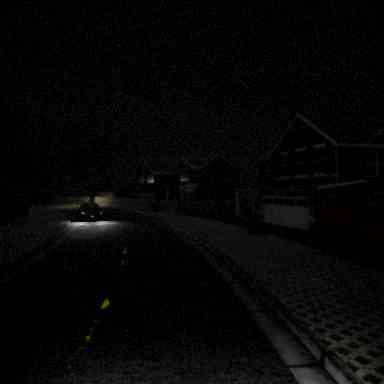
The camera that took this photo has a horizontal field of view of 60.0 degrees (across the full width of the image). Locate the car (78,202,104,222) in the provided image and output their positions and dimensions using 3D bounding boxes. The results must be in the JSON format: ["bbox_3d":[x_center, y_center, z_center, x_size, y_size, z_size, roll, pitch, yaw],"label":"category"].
[{"bbox_3d":[-8.420,1.589,27.466,1.812,1.442,4.674,0,0,-22],"label":"car"}]
